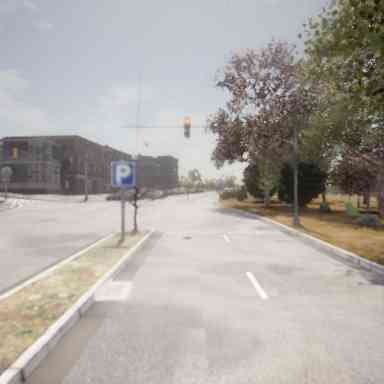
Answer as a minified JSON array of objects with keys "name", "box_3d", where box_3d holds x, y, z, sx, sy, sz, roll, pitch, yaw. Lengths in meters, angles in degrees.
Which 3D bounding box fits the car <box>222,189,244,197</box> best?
[{"name":"car","box_3d":[9.192,0.255,74.772,4.553,1.767,2.185,0,1,-12]}]

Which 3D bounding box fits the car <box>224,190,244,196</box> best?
[{"name":"car","box_3d":[10.895,0.263,86.489,4.792,1.488,2.163,0,1,-11]}]

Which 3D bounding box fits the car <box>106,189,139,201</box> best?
[{"name":"car","box_3d":[-11.639,0.725,54.439,4.792,1.488,2.163,-1,1,-15]}]

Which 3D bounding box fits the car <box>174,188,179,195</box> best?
[{"name":"car","box_3d":[-6.937,0.266,90.332,5.008,1.535,2.097,-1,1,-11]}]

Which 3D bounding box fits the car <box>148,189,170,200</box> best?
[{"name":"car","box_3d":[-6.032,0.616,60.802,2.128,1.511,4.902,0,1,6]}]

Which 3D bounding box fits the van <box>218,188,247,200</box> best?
[{"name":"van","box_3d":[7.079,0.373,57.095,4.442,1.987,1.878,0,1,-14]}]

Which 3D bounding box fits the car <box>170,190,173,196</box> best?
[{"name":"car","box_3d":[-8.292,0.120,81.386,5.566,2.045,2.435,-1,0,-12]}]

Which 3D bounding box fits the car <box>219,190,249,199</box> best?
[{"name":"car","box_3d":[7.978,0.525,63.064,5.366,1.575,1.946,0,1,-13]}]

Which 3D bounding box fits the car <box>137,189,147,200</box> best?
[{"name":"car","box_3d":[-11.005,0.647,57.433,5.366,1.575,1.946,-1,0,-15]}]

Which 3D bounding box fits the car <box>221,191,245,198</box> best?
[{"name":"car","box_3d":[8.472,0.494,68.905,4.674,1.452,2.002,0,1,-13]}]

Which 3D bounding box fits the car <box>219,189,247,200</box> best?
[{"name":"car","box_3d":[7.452,0.437,60.067,4.553,1.767,2.185,0,1,-14]}]
